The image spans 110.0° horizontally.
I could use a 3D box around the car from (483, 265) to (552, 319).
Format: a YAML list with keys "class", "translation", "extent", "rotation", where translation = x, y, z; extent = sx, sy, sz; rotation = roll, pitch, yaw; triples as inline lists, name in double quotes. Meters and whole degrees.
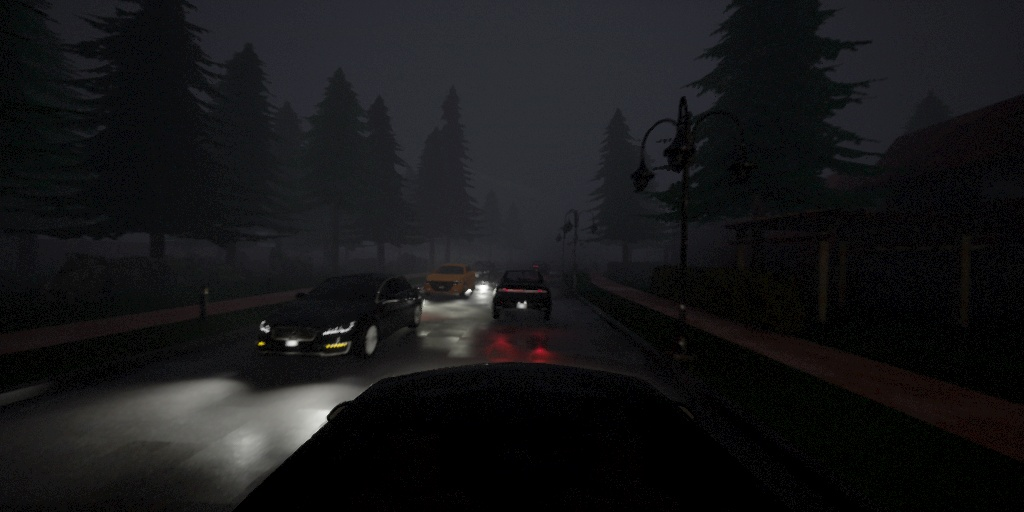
- class: "car"
  translation: [0.377, 1.237, 12.827]
  extent: [2.128, 1.511, 4.902]
  rotation: [2, 0, 2]

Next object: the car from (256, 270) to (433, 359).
- class: "car"
  translation: [-3.446, 1.152, 8.191]
  extent: [1.837, 1.490, 4.892]
  rotation: [2, 0, 2]

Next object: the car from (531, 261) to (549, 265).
- class: "car"
  translation: [3.076, 1.297, 39.505]
  extent: [2.128, 1.511, 4.902]
  rotation: [1, 0, 12]

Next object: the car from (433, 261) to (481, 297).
- class: "car"
  translation: [-3.043, 1.130, 18.533]
  extent: [1.882, 1.535, 5.008]
  rotation: [2, 0, 3]

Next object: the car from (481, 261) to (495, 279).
- class: "car"
  translation: [-2.293, 1.159, 28.895]
  extent: [2.128, 1.511, 4.902]
  rotation: [2, 0, 6]
